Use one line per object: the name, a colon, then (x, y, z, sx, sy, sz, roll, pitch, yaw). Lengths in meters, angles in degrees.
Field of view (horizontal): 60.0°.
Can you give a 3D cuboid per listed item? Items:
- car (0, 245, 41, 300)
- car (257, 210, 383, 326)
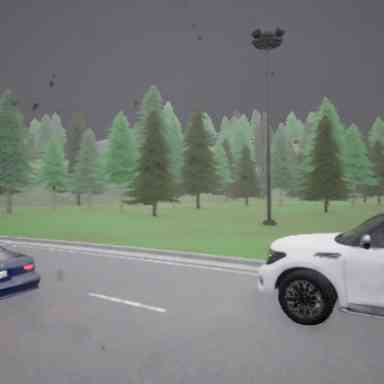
car: (-5.753, 1.608, 7.405, 5.357, 1.411, 2.033, -1, 0, 29)
car: (3.889, 1.183, 5.378, 5.566, 2.045, 2.150, 0, 0, 35)
